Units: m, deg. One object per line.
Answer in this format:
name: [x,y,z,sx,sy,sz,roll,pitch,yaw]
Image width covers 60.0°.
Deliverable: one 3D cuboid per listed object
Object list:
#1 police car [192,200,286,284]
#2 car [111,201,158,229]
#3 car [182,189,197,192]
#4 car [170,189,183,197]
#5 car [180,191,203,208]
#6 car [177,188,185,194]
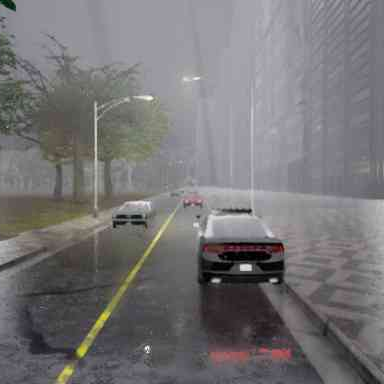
police car: [1.064,1.230,9.125,1.930,1.638,5.238,0,1,0]
car: [-3.069,1.208,18.436,1.895,1.301,4.718,0,1,0]
car: [0.115,0.428,47.956,2.128,1.511,4.902,0,1,1]
car: [-2.936,0.216,60.106,2.033,1.411,5.357,0,1,1]
car: [0.119,0.869,33.505,1.895,1.301,4.718,0,1,1]
car: [-2.851,-0.213,83.986,1.895,1.301,4.718,0,1,0]
